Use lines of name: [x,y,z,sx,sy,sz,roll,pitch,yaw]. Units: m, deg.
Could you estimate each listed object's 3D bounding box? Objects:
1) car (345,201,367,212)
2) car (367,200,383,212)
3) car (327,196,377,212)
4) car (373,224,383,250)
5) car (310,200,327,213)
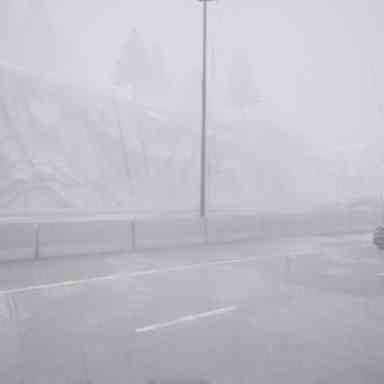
car: [17.950,1.830,33.270,4.181,1.385,1.994,1,0,-22]
car: [18.532,1.756,29.726,4.902,1.511,2.128,1,0,-23]
car: [18.425,1.501,37.283,5.566,2.045,2.150,1,0,-21]
car: [9.271,1.653,13.398,4.674,1.442,1.812,1,0,-29]
car: [16.529,1.770,40.257,4.892,1.490,1.837,1,0,-22]
